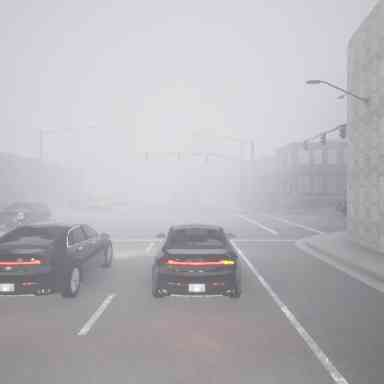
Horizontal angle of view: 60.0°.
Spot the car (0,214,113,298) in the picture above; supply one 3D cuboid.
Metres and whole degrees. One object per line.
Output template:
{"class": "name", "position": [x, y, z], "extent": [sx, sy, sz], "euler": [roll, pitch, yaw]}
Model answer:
{"class": "car", "position": [-3.395, 1.505, 8.525], "extent": [1.837, 1.490, 4.892], "euler": [0, 0, 0]}

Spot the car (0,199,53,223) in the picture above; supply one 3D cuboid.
{"class": "car", "position": [-10.536, 1.352, 20.822], "extent": [2.097, 1.767, 4.553], "euler": [0, 0, 0]}

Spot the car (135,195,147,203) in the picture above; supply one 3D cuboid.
{"class": "car", "position": [-10.315, 1.352, 65.943], "extent": [2.097, 1.767, 4.553], "euler": [0, 0, 1]}

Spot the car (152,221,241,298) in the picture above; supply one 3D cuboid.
{"class": "car", "position": [0.105, 1.505, 8.509], "extent": [1.837, 1.490, 4.892], "euler": [0, 0, 0]}

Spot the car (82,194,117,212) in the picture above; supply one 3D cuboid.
{"class": "car", "position": [-10.482, 1.352, 37.993], "extent": [2.097, 1.767, 4.553], "euler": [0, 0, 0]}

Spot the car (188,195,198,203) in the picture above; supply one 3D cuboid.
{"class": "car", "position": [0.212, 1.352, 68.220], "extent": [2.097, 1.767, 4.553], "euler": [0, 0, 0]}

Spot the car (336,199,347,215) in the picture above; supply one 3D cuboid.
{"class": "car", "position": [14.906, 0.764, 27.550], "extent": [5.566, 2.045, 2.150], "euler": [-5, 0, 0]}

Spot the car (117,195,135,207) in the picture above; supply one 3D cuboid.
{"class": "car", "position": [-10.436, 1.563, 50.697], "extent": [1.994, 1.385, 4.181], "euler": [0, 0, 1]}

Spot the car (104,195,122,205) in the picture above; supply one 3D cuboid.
{"class": "car", "position": [-13.890, 1.351, 58.746], "extent": [2.097, 1.767, 4.553], "euler": [0, 0, 1]}

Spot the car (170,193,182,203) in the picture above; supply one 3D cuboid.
{"class": "car", "position": [-3.288, 1.221, 68.287], "extent": [2.150, 2.045, 5.566], "euler": [0, 0, 0]}

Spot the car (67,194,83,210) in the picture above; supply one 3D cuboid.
{"class": "car", "position": [-13.970, 1.221, 42.337], "extent": [2.150, 2.045, 5.566], "euler": [0, 0, 0]}
